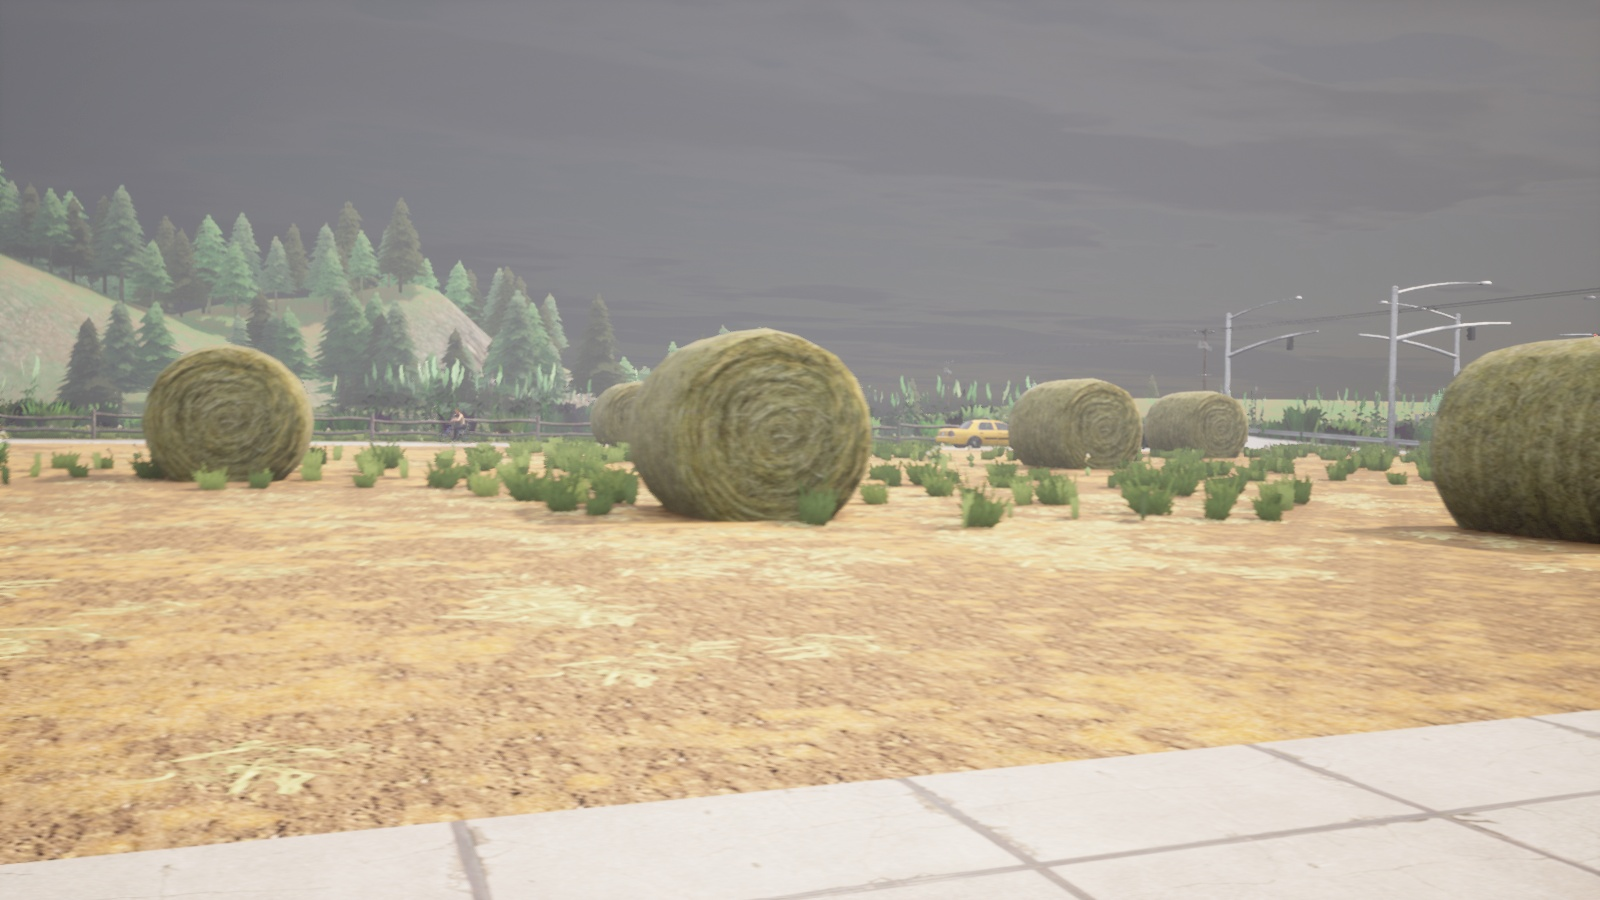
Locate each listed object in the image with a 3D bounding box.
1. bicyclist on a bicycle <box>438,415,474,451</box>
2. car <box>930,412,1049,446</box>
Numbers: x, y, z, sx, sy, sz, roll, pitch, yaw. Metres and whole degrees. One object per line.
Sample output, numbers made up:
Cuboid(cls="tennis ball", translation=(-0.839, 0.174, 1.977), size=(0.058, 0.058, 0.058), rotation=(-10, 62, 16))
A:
Cuboid(cls="bicyclist on a bicycle", translation=(-15.445, -0.770, 56.317), size=(1.509, 1.612, 0.866), rotation=(-1, 2, -17))
Cuboid(cls="car", translation=(9.058, -1.009, 60.122), size=(5.366, 1.575, 1.801), rotation=(-1, 2, -17))
